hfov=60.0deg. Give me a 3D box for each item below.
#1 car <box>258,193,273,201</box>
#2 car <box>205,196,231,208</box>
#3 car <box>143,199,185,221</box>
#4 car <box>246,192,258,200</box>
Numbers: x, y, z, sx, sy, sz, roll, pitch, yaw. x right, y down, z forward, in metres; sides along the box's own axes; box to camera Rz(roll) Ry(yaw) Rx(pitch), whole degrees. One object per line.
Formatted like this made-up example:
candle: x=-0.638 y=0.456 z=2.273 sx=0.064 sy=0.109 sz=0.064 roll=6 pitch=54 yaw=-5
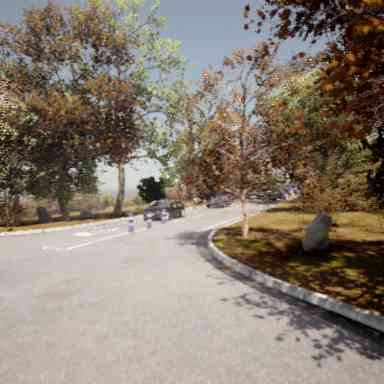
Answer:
car: x=12.472 y=0.738 z=53.179 sx=2.033 sy=1.411 sz=5.357 roll=-1 pitch=1 yaw=22
car: x=3.198 y=1.128 z=39.640 sx=2.033 sy=1.411 sz=5.357 roll=-1 pitch=1 yaw=22
car: x=-2.107 y=1.370 z=26.384 sx=1.837 sy=1.490 sz=4.892 roll=-1 pitch=2 yaw=22
car: x=10.918 y=0.682 z=58.724 sx=2.128 sy=1.511 sz=4.902 roll=-1 pitch=0 yaw=22
